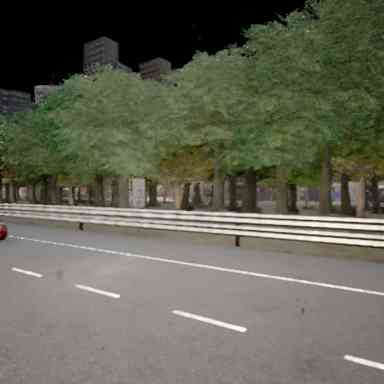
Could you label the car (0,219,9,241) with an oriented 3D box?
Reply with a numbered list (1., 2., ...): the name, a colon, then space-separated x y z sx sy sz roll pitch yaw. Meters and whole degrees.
1. car: -10.468 1.570 15.636 4.181 1.385 1.994 0 0 36
